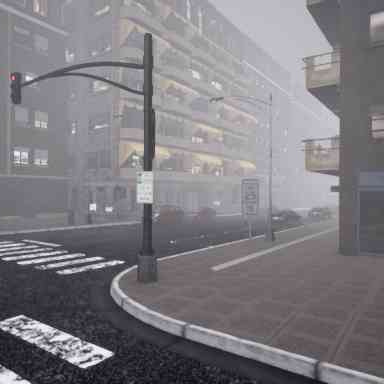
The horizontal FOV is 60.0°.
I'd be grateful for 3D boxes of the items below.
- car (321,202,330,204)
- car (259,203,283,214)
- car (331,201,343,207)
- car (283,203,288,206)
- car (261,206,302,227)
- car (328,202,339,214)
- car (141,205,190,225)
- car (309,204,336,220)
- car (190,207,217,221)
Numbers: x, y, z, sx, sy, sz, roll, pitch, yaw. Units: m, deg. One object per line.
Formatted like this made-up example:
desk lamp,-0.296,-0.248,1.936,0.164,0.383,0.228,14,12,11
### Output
car,19.502,2.545,48.921,1.895,1.301,4.718,0,-1,35
car,10.569,2.326,46.170,1.887,1.381,4.507,-1,-1,35
car,36.428,3.021,83.483,1.967,1.590,4.097,-1,-1,35
car,13.708,2.404,50.692,1.752,1.417,4.829,-1,-1,35
car,7.692,2.095,27.444,1.947,1.339,4.313,-1,-2,35
car,20.732,2.458,46.231,1.752,1.417,4.829,-1,-2,35
car,-2.372,1.821,27.527,1.967,1.590,4.097,-1,-1,35
car,14.164,2.295,36.767,1.947,1.339,4.313,-1,-2,35
car,0.863,2.063,32.185,1.802,1.307,4.206,-1,-1,35
